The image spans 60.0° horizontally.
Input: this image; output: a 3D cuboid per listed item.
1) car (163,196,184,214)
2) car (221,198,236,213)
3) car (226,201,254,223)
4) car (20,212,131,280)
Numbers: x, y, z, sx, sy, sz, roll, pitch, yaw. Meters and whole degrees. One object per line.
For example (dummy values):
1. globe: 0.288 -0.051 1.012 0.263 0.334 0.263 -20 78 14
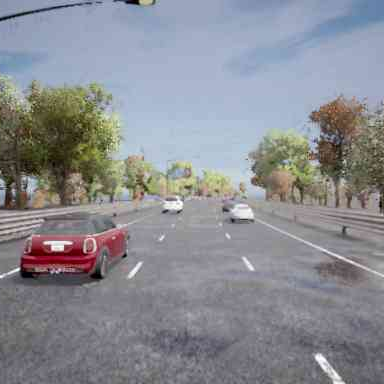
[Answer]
1. car: -2.305 1.557 41.283 2.150 2.045 5.566 0 0 3
2. car: 4.828 1.852 43.208 2.128 1.511 4.902 0 0 3
3. car: 4.134 1.757 28.222 1.812 1.442 4.674 0 0 2
4. car: -3.318 1.429 10.400 2.097 1.767 4.553 0 0 1
